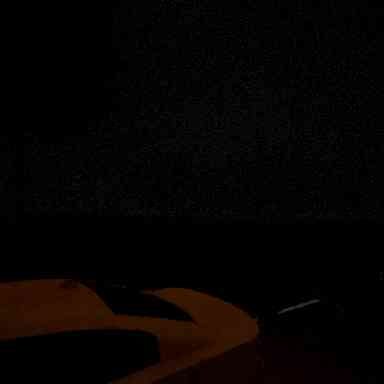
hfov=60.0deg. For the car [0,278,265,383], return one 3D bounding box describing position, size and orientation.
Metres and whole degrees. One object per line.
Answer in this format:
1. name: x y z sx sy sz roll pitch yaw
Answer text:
1. car: -1.679 1.478 2.223 5.008 1.535 1.882 1 0 -36
